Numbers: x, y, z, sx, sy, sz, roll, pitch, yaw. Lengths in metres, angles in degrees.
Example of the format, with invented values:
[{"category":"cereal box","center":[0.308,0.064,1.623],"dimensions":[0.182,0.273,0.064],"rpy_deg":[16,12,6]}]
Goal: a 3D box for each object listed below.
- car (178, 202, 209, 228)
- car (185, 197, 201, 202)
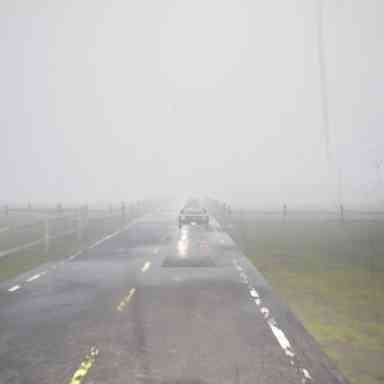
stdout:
[{"category":"car","center":[0.096,1.587,22.032],"dimensions":[1.895,1.301,4.718],"rpy_deg":[0,0,0]},{"category":"car","center":[0.090,1.466,42.649],"dimensions":[1.837,1.490,4.892],"rpy_deg":[0,0,0]}]
